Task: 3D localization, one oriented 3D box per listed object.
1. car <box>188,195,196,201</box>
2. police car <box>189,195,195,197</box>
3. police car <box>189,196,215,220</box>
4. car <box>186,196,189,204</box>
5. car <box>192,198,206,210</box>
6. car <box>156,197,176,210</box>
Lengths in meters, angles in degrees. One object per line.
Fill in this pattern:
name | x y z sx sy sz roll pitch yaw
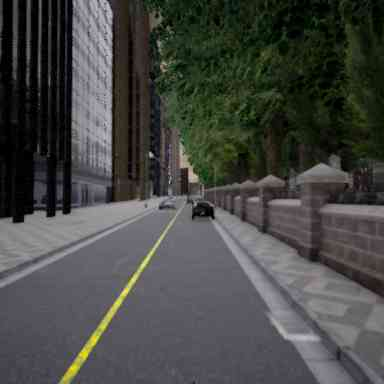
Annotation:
car | -0.020 1.471 80.741 1.812 1.442 4.674 0 0 0
police car | 0.890 1.449 38.605 1.930 1.638 5.238 0 0 0
police car | 0.893 1.447 28.602 1.930 1.638 5.238 0 0 0
car | -0.016 1.393 62.511 2.097 1.767 4.553 0 0 0
car | 0.889 1.552 44.496 1.812 1.442 4.674 0 0 0
car | -3.085 1.589 42.104 1.994 1.385 4.181 0 0 0
